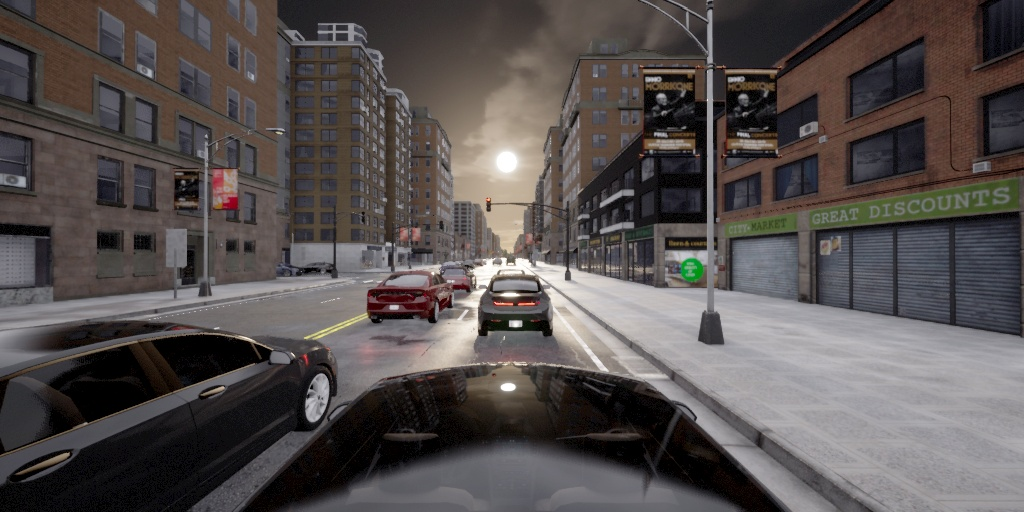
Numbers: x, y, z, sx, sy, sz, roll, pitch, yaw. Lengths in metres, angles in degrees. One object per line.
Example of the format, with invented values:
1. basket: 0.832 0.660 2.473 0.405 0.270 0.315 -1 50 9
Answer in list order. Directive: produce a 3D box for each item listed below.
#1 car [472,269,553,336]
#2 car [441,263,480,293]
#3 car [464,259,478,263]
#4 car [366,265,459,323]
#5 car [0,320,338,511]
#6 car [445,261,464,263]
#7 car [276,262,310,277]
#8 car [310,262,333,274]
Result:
1. car: 0.076 1.256 10.368 1.837 1.490 4.892 0 0 0
2. car: -3.202 1.319 21.016 1.994 1.385 4.181 0 0 -1
3. car: -6.752 1.276 55.213 1.837 1.490 4.892 0 1 -1
4. car: -3.180 1.230 12.122 1.882 1.535 5.008 0 0 0
5. car: -3.152 1.255 2.687 1.837 1.490 4.892 0 0 0
6. car: -6.711 1.289 39.259 1.812 1.442 4.674 0 0 0
7. car: -22.730 1.318 35.261 4.181 1.385 1.994 0 0 0
8. car: -22.261 1.350 40.741 4.313 1.339 1.948 0 0 0
